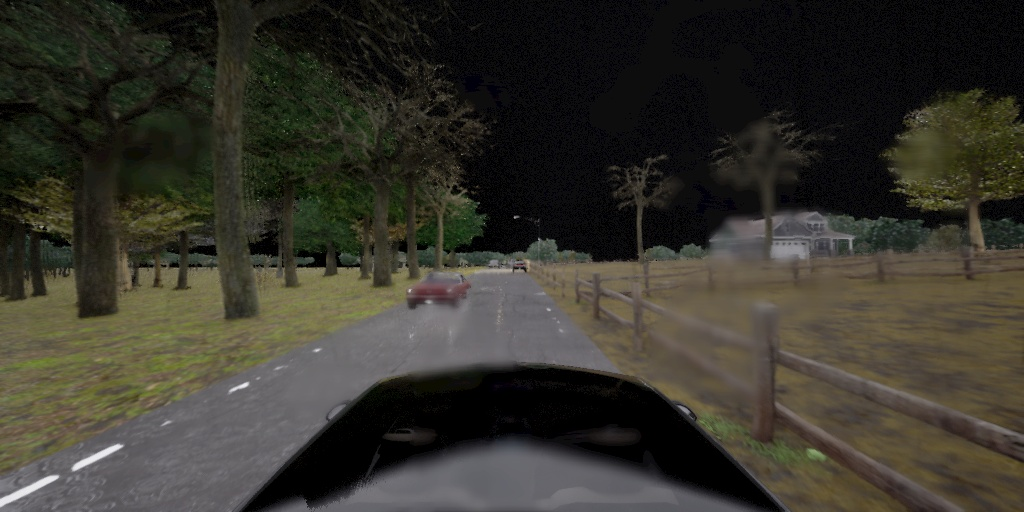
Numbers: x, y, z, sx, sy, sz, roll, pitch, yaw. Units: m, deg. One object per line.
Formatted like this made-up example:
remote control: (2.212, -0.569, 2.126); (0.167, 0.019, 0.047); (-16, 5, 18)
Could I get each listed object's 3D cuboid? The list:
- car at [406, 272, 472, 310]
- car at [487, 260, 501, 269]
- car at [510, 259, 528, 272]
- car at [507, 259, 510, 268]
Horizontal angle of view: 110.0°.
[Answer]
car: (-2.853, 1.349, 14.845); (1.895, 1.301, 4.718); (0, 0, 0)
car: (-2.813, 1.341, 56.797); (1.837, 1.490, 4.892); (0, 0, 0)
car: (0.951, 1.303, 45.792); (1.837, 1.490, 4.892); (0, 0, 0)
car: (-0.016, 1.370, 64.757); (2.128, 1.511, 4.902); (0, 0, 0)
